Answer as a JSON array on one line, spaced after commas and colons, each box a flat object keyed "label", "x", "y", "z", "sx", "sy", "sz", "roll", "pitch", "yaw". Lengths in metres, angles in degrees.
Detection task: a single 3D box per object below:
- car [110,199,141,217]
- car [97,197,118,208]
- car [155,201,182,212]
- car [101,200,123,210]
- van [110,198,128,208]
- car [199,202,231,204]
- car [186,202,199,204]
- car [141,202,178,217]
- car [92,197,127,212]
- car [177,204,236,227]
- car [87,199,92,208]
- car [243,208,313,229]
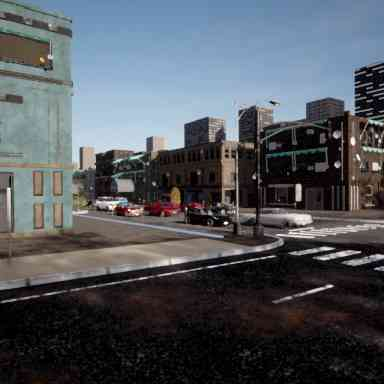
[{"label": "car", "x": -6.892, "y": 1.846, "z": 36.259, "sx": 1.967, "sy": 1.590, "sz": 4.097, "roll": -1, "pitch": 0, "yaw": -36}, {"label": "car", "x": -16.180, "y": 1.939, "z": 63.646, "sx": 2.192, "sy": 1.841, "sz": 5.009, "roll": -1, "pitch": 0, "yaw": -36}, {"label": "car", "x": -3.293, "y": 1.965, "z": 45.638, "sx": 1.802, "sy": 1.307, "sz": 4.206, "roll": -2, "pitch": 0, "yaw": -36}, {"label": "car", "x": -13.429, "y": 2.065, "z": 55.371, "sx": 1.837, "sy": 1.490, "sz": 4.892, "roll": -1, "pitch": 0, "yaw": -36}, {"label": "van", "x": -12.960, "y": 1.906, "z": 59.144, "sx": 1.690, "sy": 1.788, "sz": 3.998, "roll": -1, "pitch": 0, "yaw": -36}, {"label": "car", "x": 3.145, "y": 1.809, "z": 36.634, "sx": 2.008, "sy": 1.369, "sz": 4.403, "roll": -2, "pitch": 0, "yaw": -36}, {"label": "car", "x": -0.074, "y": 1.903, "z": 41.137, "sx": 1.802, "sy": 1.307, "sz": 4.206, "roll": -2, "pitch": 0, "yaw": -36}, {"label": "car", "x": -3.234, "y": 1.827, "z": 35.616, "sx": 1.882, "sy": 1.535, "sz": 5.008, "roll": -1, "pitch": 0, "yaw": -36}, {"label": "car", "x": -11.890, "y": 1.729, "z": 47.707, "sx": 2.150, "sy": 2.045, "sz": 5.566, "roll": -1, "pitch": 1, "yaw": -38}, {"label": "car", "x": 1.084, "y": 1.814, "z": 24.902, "sx": 1.947, "sy": 1.339, "sz": 4.313, "roll": -2, "pitch": 0, "yaw": -36}, {"label": "car", "x": -19.206, "y": 2.159, "z": 63.449, "sx": 2.128, "sy": 1.511, "sz": 4.902, "roll": -1, "pitch": 0, "yaw": -36}, {"label": "car", "x": 5.856, "y": 1.771, "z": 23.089, "sx": 1.895, "sy": 1.301, "sz": 4.718, "roll": -1, "pitch": 0, "yaw": -37}]
